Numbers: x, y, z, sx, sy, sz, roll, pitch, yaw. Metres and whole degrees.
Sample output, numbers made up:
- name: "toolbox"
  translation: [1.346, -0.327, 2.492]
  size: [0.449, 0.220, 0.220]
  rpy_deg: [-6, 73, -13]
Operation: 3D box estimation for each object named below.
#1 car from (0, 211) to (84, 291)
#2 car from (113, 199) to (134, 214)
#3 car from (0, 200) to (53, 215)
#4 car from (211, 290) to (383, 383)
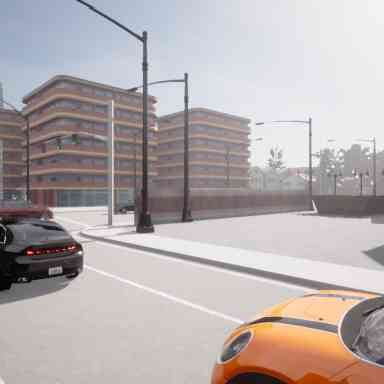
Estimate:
- name: "car"
  translation: [-4.699, 1.505, 9.166]
  size: [1.837, 1.490, 4.892]
  rpy_deg: [0, 0, -43]
- name: "car"
  translation: [-6.322, 1.491, 34.976]
  size: [4.902, 1.511, 2.128]
  rpy_deg: [0, 0, -44]
- name: "car"
  translation: [-12.407, 1.334, 23.850]
  size: [4.553, 1.767, 2.097]
  rpy_deg: [0, 0, -44]
- name: "car"
  translation: [2.319, 1.352, 2.301]
  size: [4.553, 1.767, 2.097]
  rpy_deg: [0, 0, 40]
